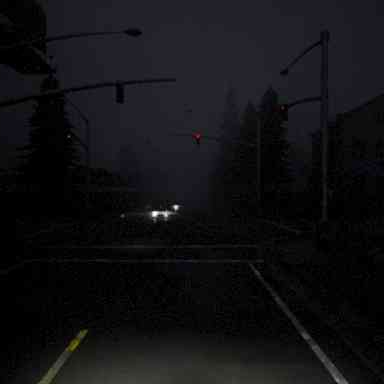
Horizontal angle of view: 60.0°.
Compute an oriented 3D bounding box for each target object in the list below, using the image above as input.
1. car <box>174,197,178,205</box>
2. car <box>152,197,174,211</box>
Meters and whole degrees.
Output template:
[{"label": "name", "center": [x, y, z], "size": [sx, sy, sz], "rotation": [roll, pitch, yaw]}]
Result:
[{"label": "car", "center": [-3.323, 1.448, 55.471], "size": [1.895, 1.301, 4.718], "rotation": [0, 0, 1]}, {"label": "car", "center": [-3.440, 1.459, 38.201], "size": [1.994, 1.385, 4.181], "rotation": [0, 0, 0]}]
